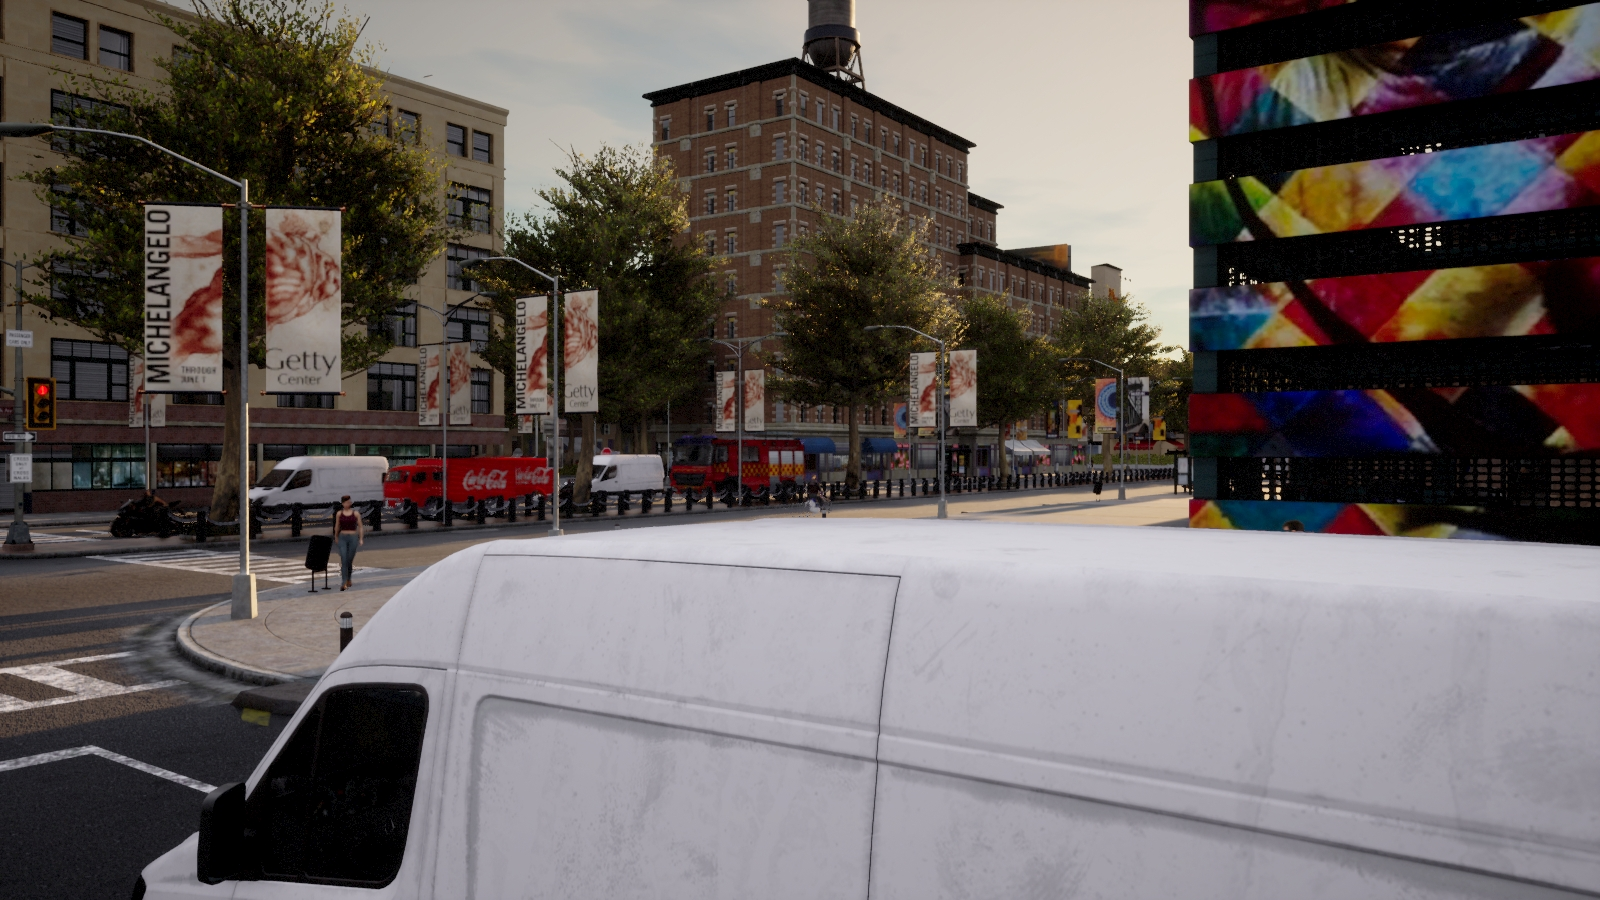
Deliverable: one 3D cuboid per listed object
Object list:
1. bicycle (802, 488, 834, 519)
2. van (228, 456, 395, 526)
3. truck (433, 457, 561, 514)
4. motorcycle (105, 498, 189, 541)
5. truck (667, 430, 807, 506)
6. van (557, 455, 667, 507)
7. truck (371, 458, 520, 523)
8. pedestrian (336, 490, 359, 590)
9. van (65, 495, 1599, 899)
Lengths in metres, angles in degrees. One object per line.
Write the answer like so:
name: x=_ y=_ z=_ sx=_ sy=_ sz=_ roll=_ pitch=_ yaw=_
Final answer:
bicycle: x=0.762 y=2.210 z=47.519 sx=0.329 sy=1.171 sz=1.835 roll=0 pitch=0 yaw=35
van: x=-19.231 y=1.535 z=45.305 sx=1.988 sy=2.561 sz=5.915 roll=0 pitch=0 yaw=36
truck: x=-13.928 y=1.578 z=52.738 sx=2.627 sy=2.467 sz=5.204 roll=0 pitch=-1 yaw=36
motorcycle: x=-21.000 y=2.205 z=36.788 sx=0.867 sy=1.251 sz=2.209 roll=0 pitch=0 yaw=35
truck: x=-3.230 y=0.890 z=61.717 sx=2.891 sy=3.827 sz=8.468 roll=0 pitch=0 yaw=35
van: x=-9.582 y=1.535 z=58.837 sx=1.988 sy=2.561 sz=5.915 roll=0 pitch=0 yaw=35
truck: x=-14.262 y=1.582 z=46.245 sx=2.627 sy=2.467 sz=5.204 roll=0 pitch=-1 yaw=36
pedestrian: x=-8.594 y=1.696 z=21.705 sx=0.375 sy=1.860 sz=0.375 roll=0 pitch=0 yaw=-15
van: x=-0.118 y=1.534 z=3.913 sx=5.915 sy=2.561 sz=1.988 roll=0 pitch=0 yaw=36
